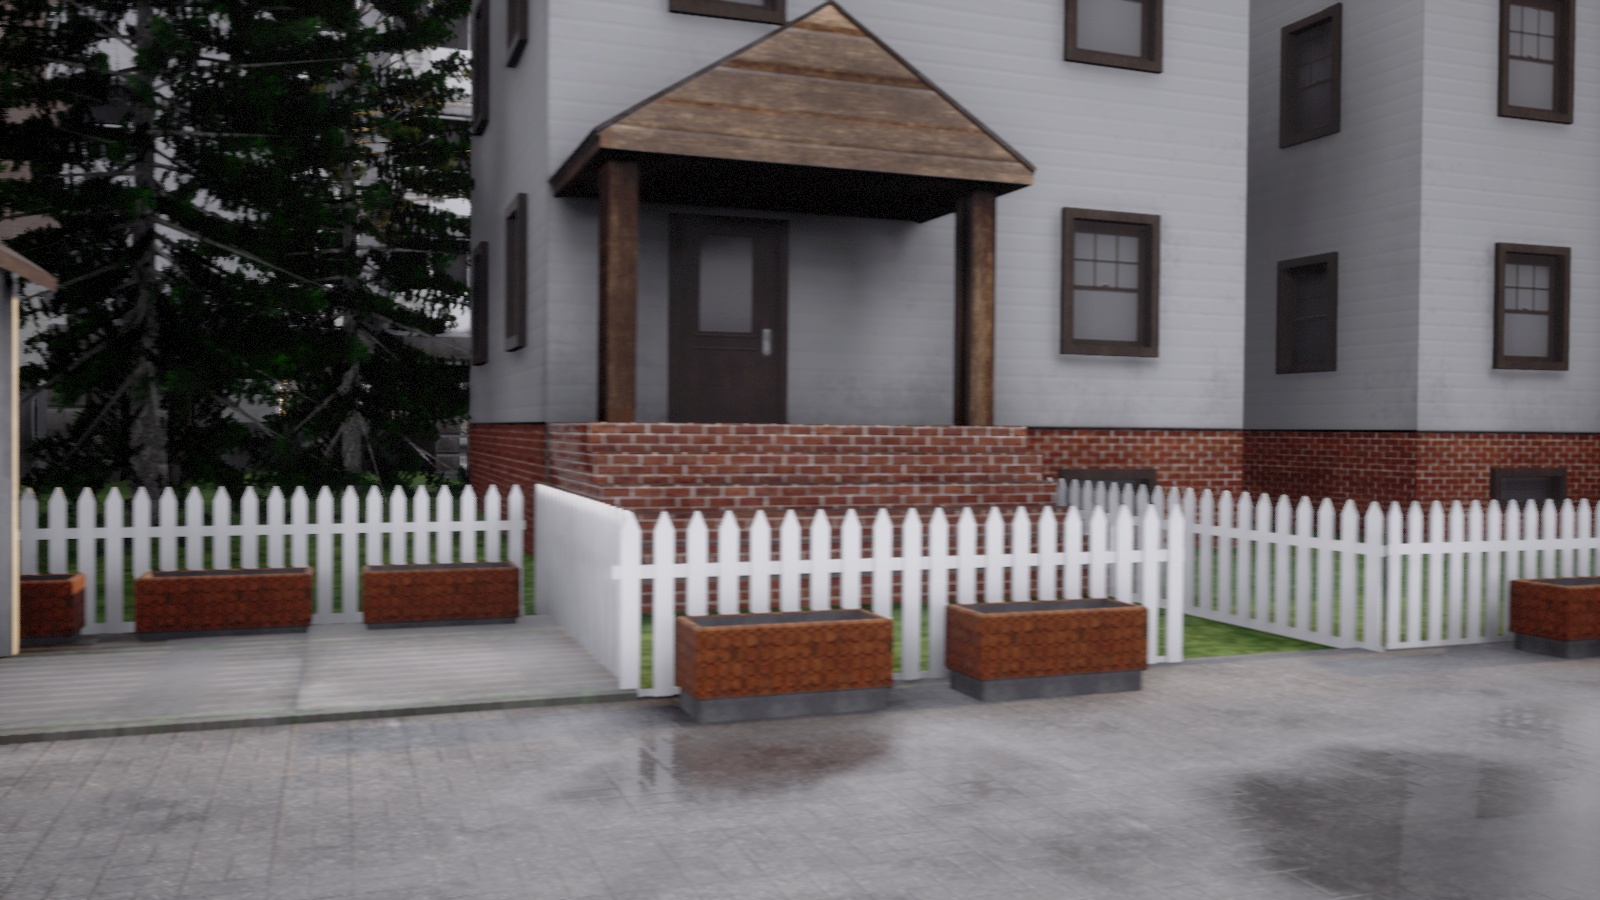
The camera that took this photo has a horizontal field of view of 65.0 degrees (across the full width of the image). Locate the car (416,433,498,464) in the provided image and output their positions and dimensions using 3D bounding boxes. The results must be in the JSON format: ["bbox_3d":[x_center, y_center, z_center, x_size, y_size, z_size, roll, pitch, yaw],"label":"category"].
[{"bbox_3d":[-17.227,-0.083,63.021,3.806,1.475,1.970,-1,1,-20],"label":"car"}]
